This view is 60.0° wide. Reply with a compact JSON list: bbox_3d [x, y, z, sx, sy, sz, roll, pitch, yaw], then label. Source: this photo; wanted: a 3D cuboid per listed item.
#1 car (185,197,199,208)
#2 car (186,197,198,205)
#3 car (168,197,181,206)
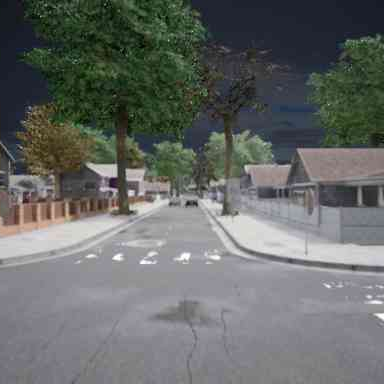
[{"bbox_3d":[-0.025,1.501,49.699,1.882,1.535,5.008,0,0,0],"label":"car"},{"bbox_3d":[-0.030,1.593,60.118,1.994,1.385,4.181,0,0,0],"label":"car"},{"bbox_3d":[-2.777,1.530,53.868,1.837,1.490,4.892,0,0,0],"label":"car"}]
